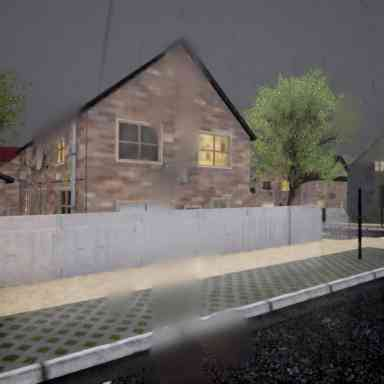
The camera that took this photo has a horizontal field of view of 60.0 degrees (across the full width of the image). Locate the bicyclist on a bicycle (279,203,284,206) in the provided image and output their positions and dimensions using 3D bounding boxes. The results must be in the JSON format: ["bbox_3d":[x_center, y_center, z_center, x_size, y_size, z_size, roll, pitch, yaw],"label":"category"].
[{"bbox_3d":[8.456,1.827,31.272,1.656,1.620,0.582,-2,1,-35],"label":"bicyclist on a bicycle"}]
